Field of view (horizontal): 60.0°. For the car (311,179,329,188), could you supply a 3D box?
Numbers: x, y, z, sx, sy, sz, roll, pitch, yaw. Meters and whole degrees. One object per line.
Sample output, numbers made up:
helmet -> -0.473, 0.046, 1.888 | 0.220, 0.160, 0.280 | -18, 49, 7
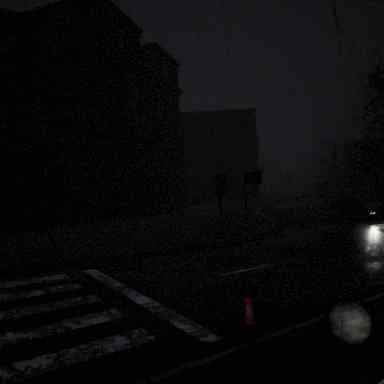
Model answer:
car -> 22.598, -1.511, 58.891 | 1.882, 1.535, 5.008 | -3, 1, 4

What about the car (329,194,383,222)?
car -> 10.047, 0.840, 19.777 | 2.033, 1.411, 5.357 | -3, 2, -1
